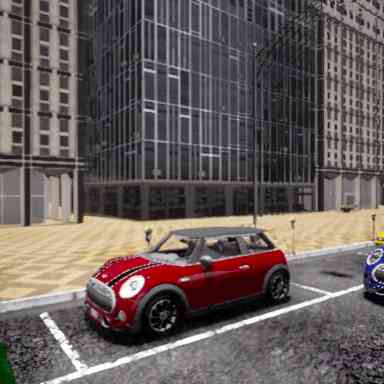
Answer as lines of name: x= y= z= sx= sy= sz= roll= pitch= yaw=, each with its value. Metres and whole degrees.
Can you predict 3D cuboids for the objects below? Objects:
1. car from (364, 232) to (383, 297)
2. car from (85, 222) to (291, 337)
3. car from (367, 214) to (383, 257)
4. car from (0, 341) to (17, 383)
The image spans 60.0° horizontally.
car: x=5.891 y=1.387 z=7.525 sx=4.553 sy=1.767 sz=2.097 roll=0 pitch=0 yaw=-35
car: x=0.032 y=1.455 z=6.590 sx=4.097 sy=1.590 sz=1.967 roll=0 pitch=0 yaw=-35
car: x=8.896 y=1.583 z=12.907 sx=4.829 sy=1.417 sz=1.752 roll=0 pitch=-1 yaw=-35
car: x=-3.161 y=1.594 z=1.112 sx=4.718 sy=1.301 sz=1.895 roll=0 pitch=0 yaw=-35
